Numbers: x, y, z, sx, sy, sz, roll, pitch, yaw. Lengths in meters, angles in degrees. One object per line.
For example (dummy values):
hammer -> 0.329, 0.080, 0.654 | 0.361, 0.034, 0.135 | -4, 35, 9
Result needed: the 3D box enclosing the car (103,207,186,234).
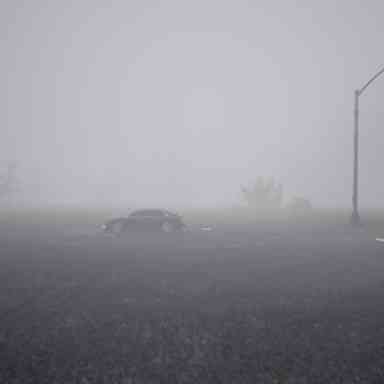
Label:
car -> -2.807, 1.703, 19.876 | 4.892, 1.490, 1.837 | 0, 0, 1
